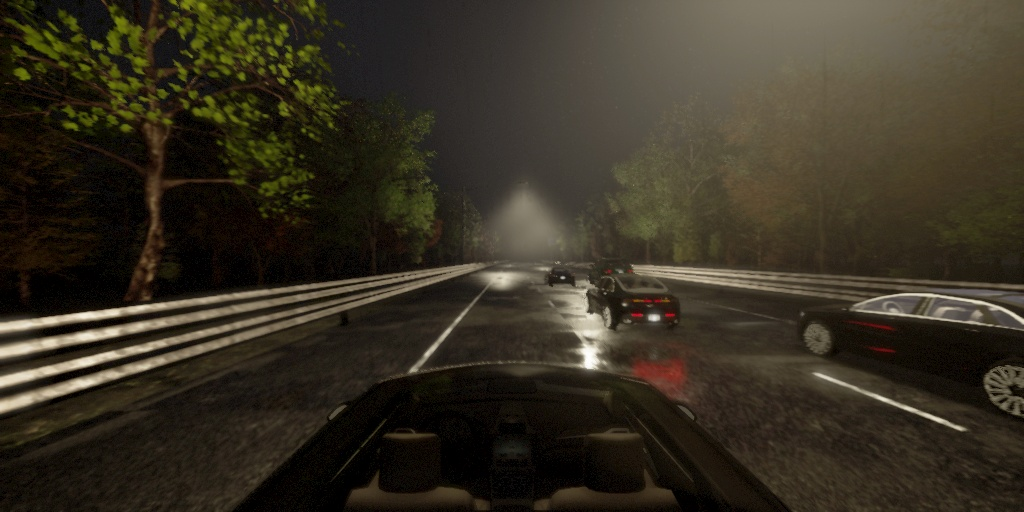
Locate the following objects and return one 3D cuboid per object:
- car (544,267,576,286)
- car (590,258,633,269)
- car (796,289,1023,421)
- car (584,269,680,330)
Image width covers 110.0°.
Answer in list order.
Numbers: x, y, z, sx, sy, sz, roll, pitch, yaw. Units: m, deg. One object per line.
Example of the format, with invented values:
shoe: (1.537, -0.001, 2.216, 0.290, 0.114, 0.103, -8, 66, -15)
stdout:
car: (3.607, 1.532, 27.409, 1.994, 1.385, 4.181, 0, 0, 0)
car: (7.106, 1.178, 26.135, 2.150, 2.045, 5.566, 0, 0, 0)
car: (7.099, 1.276, 5.801, 2.128, 1.511, 4.902, 0, -1, 0)
car: (3.602, 1.338, 11.503, 1.837, 1.490, 4.892, 0, 0, 0)
